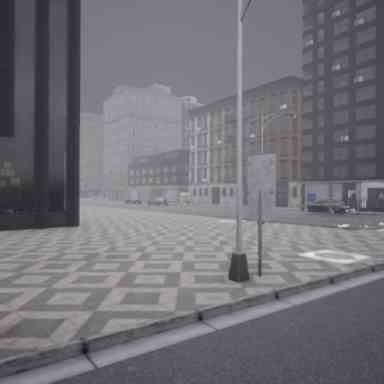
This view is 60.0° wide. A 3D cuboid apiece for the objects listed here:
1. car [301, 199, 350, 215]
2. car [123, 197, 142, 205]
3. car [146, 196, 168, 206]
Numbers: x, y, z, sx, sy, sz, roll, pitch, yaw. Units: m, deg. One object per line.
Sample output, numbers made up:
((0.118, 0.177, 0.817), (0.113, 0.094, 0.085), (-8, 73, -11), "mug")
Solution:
((13.372, 1.512, 33.694), (1.837, 1.490, 4.892), (0, 0, -36), "car")
((-11.048, 1.649, 62.030), (1.895, 1.301, 4.718), (0, 0, -36), "car")
((-5.603, 1.560, 54.488), (1.812, 1.442, 4.674), (0, 0, -36), "car")
